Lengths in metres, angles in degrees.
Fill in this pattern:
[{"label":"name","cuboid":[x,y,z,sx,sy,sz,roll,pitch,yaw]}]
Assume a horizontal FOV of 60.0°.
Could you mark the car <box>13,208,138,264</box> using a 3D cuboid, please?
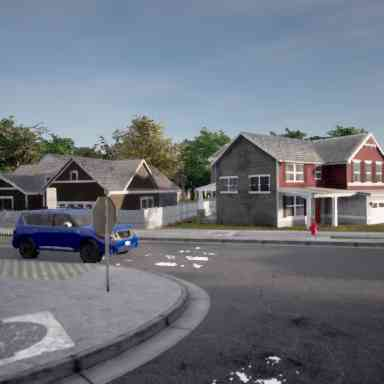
[{"label":"car","cuboid":[-5.039,1.733,14.120,5.566,2.045,2.150,-2,0,24]}]
